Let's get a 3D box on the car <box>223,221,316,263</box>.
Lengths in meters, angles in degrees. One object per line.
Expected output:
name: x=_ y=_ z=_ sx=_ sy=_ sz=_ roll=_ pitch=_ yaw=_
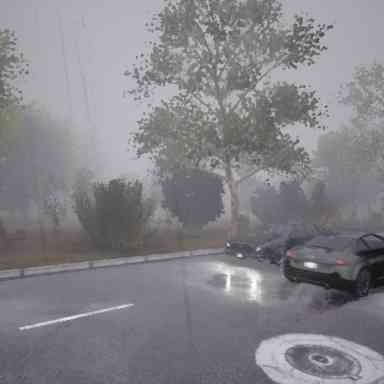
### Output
car: x=3.708 y=1.839 z=12.880 sx=5.357 sy=1.411 sz=2.033 roll=2 pitch=-2 yaw=-38

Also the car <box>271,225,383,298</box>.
car: x=4.341 y=1.734 z=8.990 sx=4.181 sy=1.385 sz=1.994 roll=2 pitch=-2 yaw=-38
